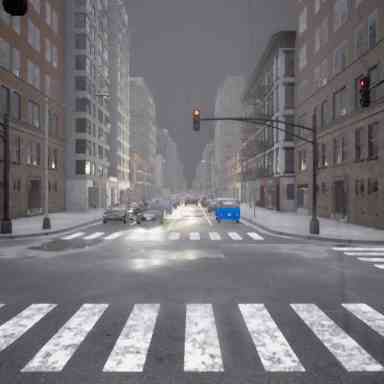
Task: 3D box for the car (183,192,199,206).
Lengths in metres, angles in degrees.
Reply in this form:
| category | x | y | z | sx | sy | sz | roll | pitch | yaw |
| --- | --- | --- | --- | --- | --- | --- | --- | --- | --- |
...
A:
| category | x | y | z | sx | sy | sz | roll | pitch | yaw |
| --- | --- | --- | --- | --- | --- | --- | --- | --- | --- |
| car | -0.108 | 1.337 | 54.988 | 2.097 | 1.767 | 4.553 | 0 | 0 | 0 |

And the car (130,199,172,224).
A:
| category | x | y | z | sx | sy | sz | roll | pitch | yaw |
| --- | --- | --- | --- | --- | --- | --- | --- | --- | --- |
| car | -2.885 | 1.489 | 24.423 | 2.128 | 1.511 | 4.902 | 0 | 0 | -1 |

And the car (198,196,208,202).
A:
| category | x | y | z | sx | sy | sz | roll | pitch | yaw |
| --- | --- | --- | --- | --- | --- | --- | --- | --- | --- |
| car | 2.490 | 1.519 | 76.025 | 2.008 | 1.369 | 4.403 | 0 | 0 | 0 |

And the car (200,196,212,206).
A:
| category | x | y | z | sx | sy | sz | roll | pitch | yaw |
| --- | --- | --- | --- | --- | --- | --- | --- | --- | --- |
| car | 2.544 | 1.573 | 47.619 | 1.802 | 1.307 | 4.206 | 0 | 0 | 0 |

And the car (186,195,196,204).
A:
| category | x | y | z | sx | sy | sz | roll | pitch | yaw |
| --- | --- | --- | --- | --- | --- | --- | --- | --- | --- |
| car | -0.127 | 1.455 | 65.020 | 1.882 | 1.535 | 5.008 | 0 | 0 | 0 |

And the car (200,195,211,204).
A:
| category | x | y | z | sx | sy | sz | roll | pitch | yaw |
| --- | --- | --- | --- | --- | --- | --- | --- | --- | --- |
| car | 2.512 | 1.418 | 64.663 | 1.967 | 1.590 | 4.097 | 0 | 0 | 0 |

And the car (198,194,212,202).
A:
| category | x | y | z | sx | sy | sz | roll | pitch | yaw |
| --- | --- | --- | --- | --- | --- | --- | --- | --- | --- |
| car | 2.534 | 1.302 | 53.301 | 2.192 | 1.841 | 5.009 | 0 | 0 | 0 |

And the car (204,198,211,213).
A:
| category | x | y | z | sx | sy | sz | roll | pitch | yaw |
| --- | --- | --- | --- | --- | --- | --- | --- | --- | --- |
| car | 2.566 | 1.578 | 36.256 | 1.802 | 1.307 | 4.206 | 0 | 0 | 0 |

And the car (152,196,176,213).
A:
| category | x | y | z | sx | sy | sz | roll | pitch | yaw |
| --- | --- | --- | --- | --- | --- | --- | --- | --- | --- |
| car | -2.917 | 1.474 | 33.865 | 1.882 | 1.535 | 5.008 | 0 | 0 | 0 |

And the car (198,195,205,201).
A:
| category | x | y | z | sx | sy | sz | roll | pitch | yaw |
| --- | --- | --- | --- | --- | --- | --- | --- | --- | --- |
| car | 2.468 | 1.525 | 87.388 | 1.947 | 1.339 | 4.313 | 0 | 0 | 0 |

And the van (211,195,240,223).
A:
| category | x | y | z | sx | sy | sz | roll | pitch | yaw |
| --- | --- | --- | --- | --- | --- | --- | --- | --- | --- |
| van | 2.588 | 1.338 | 24.894 | 1.690 | 1.788 | 3.998 | 0 | 0 | 0 |

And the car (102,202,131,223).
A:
| category | x | y | z | sx | sy | sz | roll | pitch | yaw |
| --- | --- | --- | --- | --- | --- | --- | --- | --- | --- |
| car | -5.437 | 1.548 | 24.870 | 2.008 | 1.369 | 4.403 | 0 | 0 | 0 |

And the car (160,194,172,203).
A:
| category | x | y | z | sx | sy | sz | roll | pitch | yaw |
| --- | --- | --- | --- | --- | --- | --- | --- | --- | --- |
| car | -5.524 | 1.288 | 70.324 | 2.192 | 1.841 | 5.009 | 0 | 0 | 0 |

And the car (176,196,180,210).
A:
| category | x | y | z | sx | sy | sz | roll | pitch | yaw |
| --- | --- | --- | --- | --- | --- | --- | --- | --- | --- |
| car | -2.931 | 1.557 | 43.091 | 1.994 | 1.385 | 4.181 | 0 | 0 | 0 |

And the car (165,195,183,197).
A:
| category | x | y | z | sx | sy | sz | roll | pitch | yaw |
| --- | --- | --- | --- | --- | --- | --- | --- | --- | --- |
| car | -2.910 | 1.551 | 53.113 | 1.994 | 1.385 | 4.181 | 0 | 0 | 1 |

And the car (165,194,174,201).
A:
| category | x | y | z | sx | sy | sz | roll | pitch | yaw |
| --- | --- | --- | --- | --- | --- | --- | --- | --- | --- |
| car | -5.546 | 1.404 | 81.688 | 1.967 | 1.590 | 4.097 | 0 | 0 | 0 |

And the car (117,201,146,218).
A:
| category | x | y | z | sx | sy | sz | roll | pitch | yaw |
| --- | --- | --- | --- | --- | --- | --- | --- | --- | --- |
| car | -5.448 | 1.541 | 30.551 | 1.887 | 1.381 | 4.507 | 0 | 0 | 0 |
